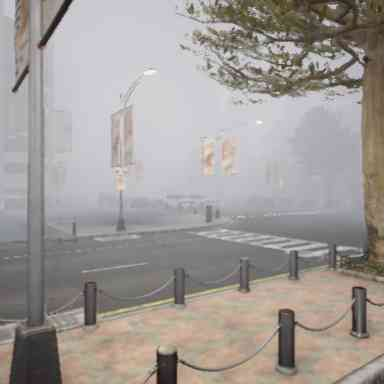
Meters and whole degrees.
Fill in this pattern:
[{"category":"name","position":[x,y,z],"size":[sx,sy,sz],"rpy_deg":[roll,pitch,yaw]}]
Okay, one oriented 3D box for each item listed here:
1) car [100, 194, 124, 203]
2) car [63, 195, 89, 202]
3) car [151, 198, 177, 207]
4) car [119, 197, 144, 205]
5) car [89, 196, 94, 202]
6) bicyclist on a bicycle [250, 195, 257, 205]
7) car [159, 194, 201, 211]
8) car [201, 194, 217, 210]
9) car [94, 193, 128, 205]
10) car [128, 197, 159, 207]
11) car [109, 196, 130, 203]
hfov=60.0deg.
[{"category":"car","position":[-16.493,1.409,68.900],"size":[4.553,1.767,2.097],"rpy_deg":[0,0,26]},{"category":"car","position":[-25.739,1.493,72.603],"size":[4.892,1.490,1.837],"rpy_deg":[0,0,12]},{"category":"car","position":[-4.516,1.656,52.834],"size":[1.895,1.301,4.718],"rpy_deg":[0,0,-37]},{"category":"car","position":[-11.008,1.654,60.296],"size":[4.718,1.301,1.895],"rpy_deg":[0,0,43]},{"category":"car","position":[-24.780,1.466,75.969],"size":[5.008,1.535,1.882],"rpy_deg":[0,0,12]},{"category":"bicyclist on a bicycle","position":[10.499,1.386,56.832],"size":[1.656,1.620,0.582],"rpy_deg":[0,0,-36]},{"category":"car","position":[-1.646,1.270,42.889],"size":[2.150,2.045,5.566],"rpy_deg":[0,0,-35]},{"category":"car","position":[1.207,1.277,44.917],"size":[2.150,2.045,5.566],"rpy_deg":[0,0,-35]},{"category":"car","position":[-14.327,1.267,58.601],"size":[5.566,2.045,2.150],"rpy_deg":[0,0,40]},{"category":"car","position":[-7.375,1.553,50.791],"size":[1.837,1.490,4.892],"rpy_deg":[0,0,-37]},{"category":"car","position":[-15.751,1.612,72.456],"size":[4.181,1.385,1.994],"rpy_deg":[0,0,26]}]
